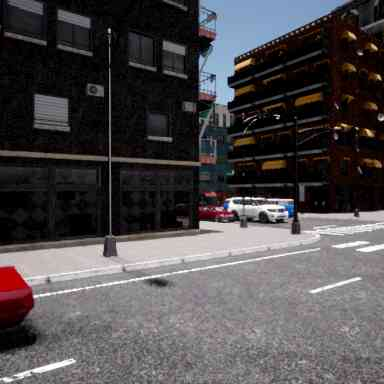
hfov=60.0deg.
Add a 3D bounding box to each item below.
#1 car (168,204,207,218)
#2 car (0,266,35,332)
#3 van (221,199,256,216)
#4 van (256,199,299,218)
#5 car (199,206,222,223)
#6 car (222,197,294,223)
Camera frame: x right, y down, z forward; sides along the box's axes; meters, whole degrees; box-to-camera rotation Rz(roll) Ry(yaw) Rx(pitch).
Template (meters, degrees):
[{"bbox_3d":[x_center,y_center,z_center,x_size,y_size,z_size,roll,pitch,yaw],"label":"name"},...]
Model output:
[{"bbox_3d":[-0.559,1.982,36.227,1.895,1.301,4.718,0,-1,-36],"label":"car"},{"bbox_3d":[-4.751,1.601,4.292,4.718,1.301,1.895,0,0,-35],"label":"car"},{"bbox_3d":[5.244,1.676,38.088,1.690,1.788,3.998,-1,0,-36],"label":"van"},{"bbox_3d":[8.556,1.603,33.570,1.690,1.788,3.998,-1,0,-36],"label":"van"},{"bbox_3d":[1.813,1.874,28.657,1.802,1.307,4.206,-1,0,-36],"label":"car"},{"bbox_3d":[5.389,1.471,28.115,2.150,2.045,5.566,0,-1,-36],"label":"car"}]
